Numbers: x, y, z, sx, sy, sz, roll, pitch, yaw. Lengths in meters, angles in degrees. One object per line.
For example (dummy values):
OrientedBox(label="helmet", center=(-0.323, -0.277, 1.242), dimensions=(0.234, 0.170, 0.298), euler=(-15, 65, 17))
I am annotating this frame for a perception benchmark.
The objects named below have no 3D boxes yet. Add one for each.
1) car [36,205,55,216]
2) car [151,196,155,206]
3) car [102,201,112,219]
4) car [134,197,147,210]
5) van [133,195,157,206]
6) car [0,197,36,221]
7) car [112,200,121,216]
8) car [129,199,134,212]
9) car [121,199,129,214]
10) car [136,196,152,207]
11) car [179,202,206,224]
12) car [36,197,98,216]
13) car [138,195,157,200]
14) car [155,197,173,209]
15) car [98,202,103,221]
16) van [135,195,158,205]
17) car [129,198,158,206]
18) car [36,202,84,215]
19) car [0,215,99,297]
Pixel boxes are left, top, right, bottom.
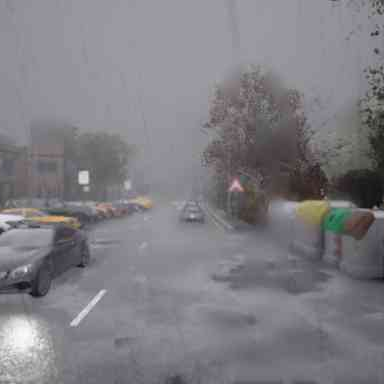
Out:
OrientedBox(label="car", center=(-9.308, 1.599, 15.787), dimensions=(4.792, 1.488, 2.163), euler=(-1, -1, -20))
OrientedBox(label="car", center=(-9.080, 1.834, 51.856), dimensions=(5.366, 1.575, 1.946), euler=(-1, -1, -20))
OrientedBox(label="car", center=(-9.320, 1.523, 27.778), dimensions=(4.553, 1.767, 2.185), euler=(-1, -1, -20))
OrientedBox(label="car", center=(-9.258, 1.790, 45.790), dimensions=(4.892, 1.521, 2.231), euler=(-1, -1, -20))
OrientedBox(label="van", center=(-9.433, 1.658, 66.756), dimensions=(4.442, 1.987, 1.878), euler=(-1, 1, -20))
OrientedBox(label="car", center=(-9.327, 1.300, 12.788), dimensions=(5.566, 2.045, 2.435), euler=(-1, -1, -20))
OrientedBox(label="car", center=(-9.310, 1.545, 30.779), dimensions=(4.553, 1.767, 2.185), euler=(-1, -1, -20))
OrientedBox(label="car", center=(-9.263, 1.756, 36.789), dimensions=(4.674, 1.452, 2.002), euler=(-1, -1, -20))
OrientedBox(label="car", center=(-9.240, 1.722, 33.798), dimensions=(4.792, 1.488, 2.163), euler=(-1, -1, -20))
OrientedBox(label="car", center=(-9.077, 1.809, 48.855), dimensions=(5.366, 1.575, 1.946), euler=(-1, -1, -20))
OrientedBox(label="car", center=(0.023, 1.713, 25.962), dimensions=(1.994, 1.385, 4.181), euler=(0, 0, 0))
OrientedBox(label="car", center=(-9.301, 1.356, 21.804), dimensions=(5.566, 2.045, 2.435), euler=(-1, -1, -20))
OrientedBox(label="car", center=(-9.450, 1.903, 60.741), dimensions=(5.366, 1.575, 1.946), euler=(-1, 0, -20))
OrientedBox(label="car", center=(-4.017, 1.901, 51.897), dimensions=(2.033, 1.411, 5.357), euler=(0, 0, 0))
OrientedBox(label="car", center=(-9.295, 1.667, 24.780), dimensions=(4.674, 1.452, 2.002), euler=(-1, 0, -20))
OrientedBox(label="van", center=(-9.456, 1.643, 69.756), dimensions=(4.442, 1.987, 1.878), euler=(-1, 1, -20))
OrientedBox(label="car", center=(-9.305, 1.897, 63.810), dimensions=(5.008, 1.535, 2.097), euler=(-1, 0, -20))
OrientedBox(label="car", center=(-9.150, 1.583, 18.845), dimensions=(5.366, 1.575, 1.946), euler=(-1, -1, -20))
OrientedBox(label="car", center=(-4.114, 1.570, 8.807), dimensions=(1.812, 1.442, 4.674), euler=(0, 0, 0))
